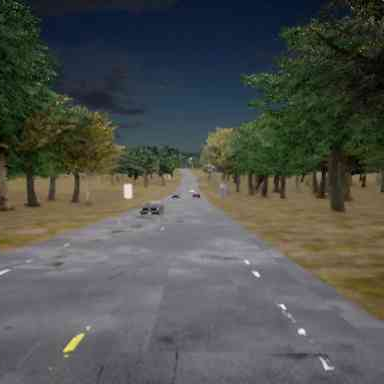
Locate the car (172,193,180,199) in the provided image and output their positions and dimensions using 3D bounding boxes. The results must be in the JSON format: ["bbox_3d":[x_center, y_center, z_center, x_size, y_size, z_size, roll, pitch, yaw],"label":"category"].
[{"bbox_3d":[-3.512,0.841,74.082,2.033,1.411,5.357,0,1,0],"label":"car"}]

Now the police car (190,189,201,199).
[{"bbox_3d":[1.038,0.714,77.624,1.930,1.638,5.238,0,1,0],"label":"police car"}]

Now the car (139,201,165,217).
[{"bbox_3d":[-3.603,1.499,30.429,1.895,1.301,4.718,0,0,0],"label":"car"}]

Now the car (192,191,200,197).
[{"bbox_3d":[1.036,0.548,87.512,1.812,1.442,4.674,0,2,0],"label":"car"}]
